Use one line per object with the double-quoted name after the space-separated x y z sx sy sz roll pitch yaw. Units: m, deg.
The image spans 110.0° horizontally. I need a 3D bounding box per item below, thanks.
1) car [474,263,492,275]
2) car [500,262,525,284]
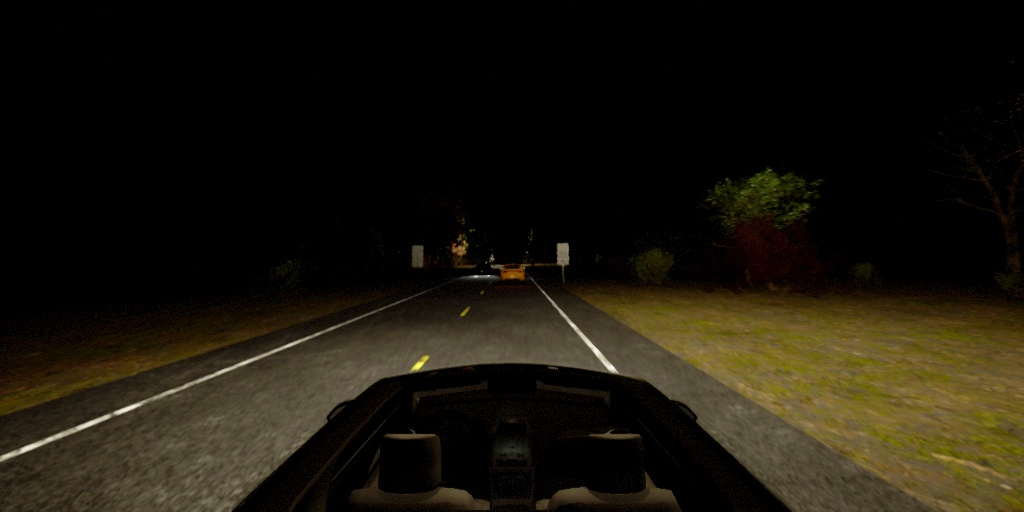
-3.443 1.577 43.078 1.994 1.385 4.181 -1 0 0 "car"
0.050 1.336 28.673 1.882 1.535 5.008 -1 0 1 "car"
